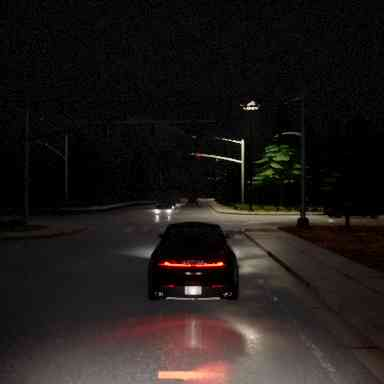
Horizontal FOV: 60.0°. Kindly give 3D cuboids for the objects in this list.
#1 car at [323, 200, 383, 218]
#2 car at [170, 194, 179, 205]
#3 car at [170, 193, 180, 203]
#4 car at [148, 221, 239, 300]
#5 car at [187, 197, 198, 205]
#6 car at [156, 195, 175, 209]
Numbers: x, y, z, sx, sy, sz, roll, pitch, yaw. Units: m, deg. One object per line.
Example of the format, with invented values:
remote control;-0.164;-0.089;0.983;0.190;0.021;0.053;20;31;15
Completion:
car;14.265;1.497;29.508;5.008;1.535;1.882;0;0;1
car;-3.626;1.534;54.744;2.033;1.411;5.357;0;0;0
car;-3.488;1.205;65.375;2.150;2.045;5.566;0;0;1
car;0.041;1.499;8.353;1.837;1.490;4.892;0;0;0
car;0.064;1.533;58.471;2.033;1.411;5.357;0;0;0
car;-3.634;1.494;44.297;1.837;1.490;4.892;0;0;0
